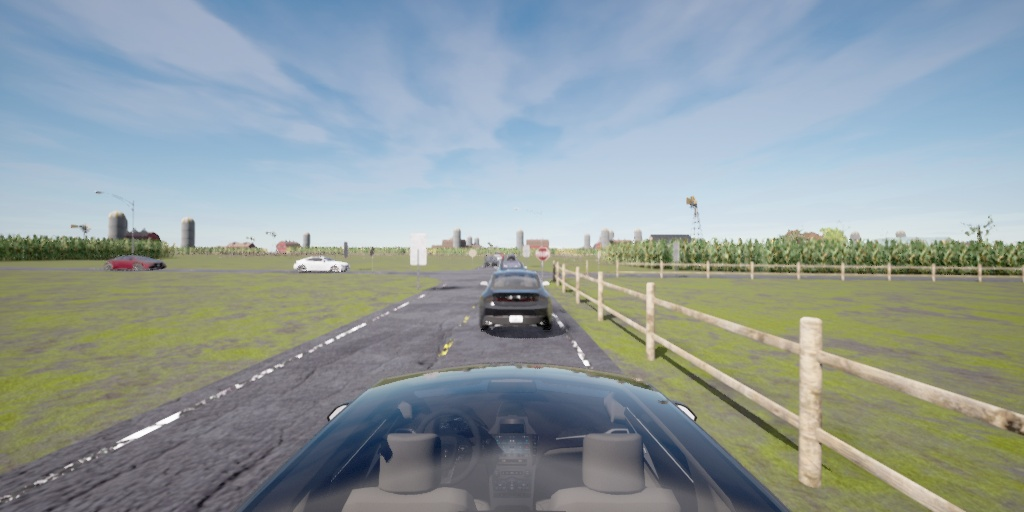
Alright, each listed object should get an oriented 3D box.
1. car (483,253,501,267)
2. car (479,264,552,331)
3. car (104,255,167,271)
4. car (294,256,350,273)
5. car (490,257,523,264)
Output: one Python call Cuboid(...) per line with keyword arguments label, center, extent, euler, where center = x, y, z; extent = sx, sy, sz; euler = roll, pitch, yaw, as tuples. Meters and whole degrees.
Cuboid(label="car", center=(-2.900, 0.745, 50.331), extent=(1.837, 1.490, 4.892), euler=(0, 1, 0))
Cuboid(label="car", center=(0.092, 1.167, 10.642), extent=(1.837, 1.490, 4.892), euler=(0, 1, 0))
Cuboid(label="car", center=(-33.746, 0.634, 32.203), extent=(4.181, 1.385, 1.994), euler=(1, 0, 0))
Cuboid(label="car", center=(-16.999, 0.772, 32.160), extent=(4.674, 1.442, 1.812), euler=(1, 0, 0))
Cuboid(label="car", center=(-0.086, 1.039, 21.882), extent=(2.128, 1.511, 4.902), euler=(0, 1, -3))
